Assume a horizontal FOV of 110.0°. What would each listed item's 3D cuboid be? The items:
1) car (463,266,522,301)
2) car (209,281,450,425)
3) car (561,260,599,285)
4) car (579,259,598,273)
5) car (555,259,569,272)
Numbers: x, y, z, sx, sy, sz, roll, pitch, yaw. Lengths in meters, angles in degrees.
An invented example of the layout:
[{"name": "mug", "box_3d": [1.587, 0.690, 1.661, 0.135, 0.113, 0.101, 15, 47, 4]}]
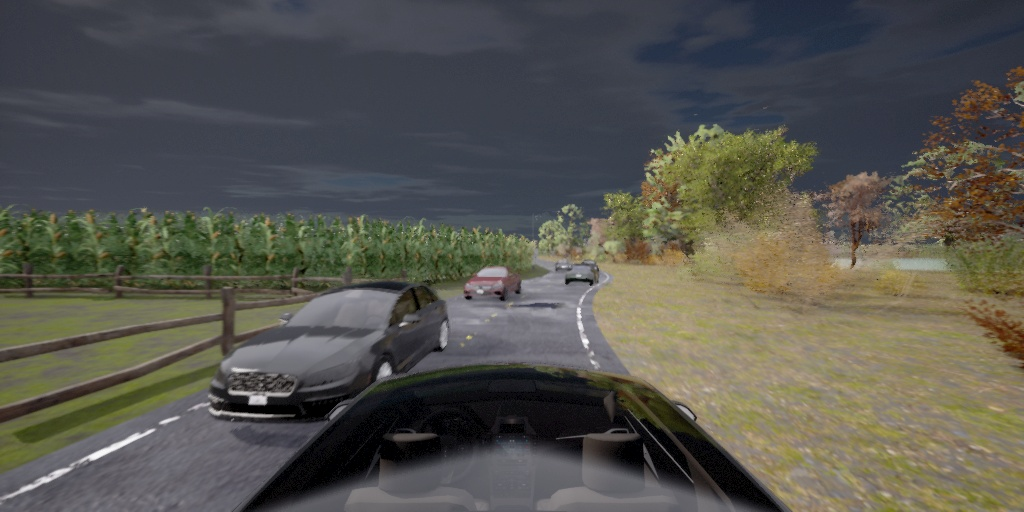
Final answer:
[{"name": "car", "box_3d": [-0.760, 1.210, 17.068, 1.812, 1.442, 4.674, 0, 0, 14]}, {"name": "car", "box_3d": [-2.406, 1.233, 6.095, 1.837, 1.490, 4.892, 0, 0, 5]}, {"name": "car", "box_3d": [4.981, 1.245, 25.287, 1.994, 1.385, 4.181, 0, 0, 19]}, {"name": "car", "box_3d": [8.901, 1.143, 41.922, 1.812, 1.442, 4.674, 0, 0, 7]}, {"name": "car", "box_3d": [6.011, 1.099, 42.032, 2.128, 1.511, 4.902, 0, 0, 7]}]
